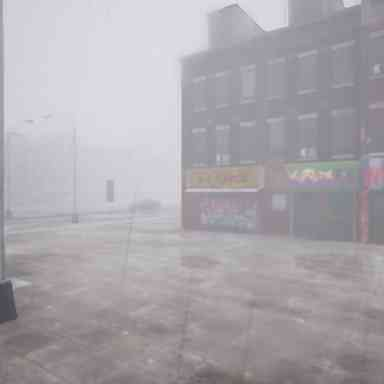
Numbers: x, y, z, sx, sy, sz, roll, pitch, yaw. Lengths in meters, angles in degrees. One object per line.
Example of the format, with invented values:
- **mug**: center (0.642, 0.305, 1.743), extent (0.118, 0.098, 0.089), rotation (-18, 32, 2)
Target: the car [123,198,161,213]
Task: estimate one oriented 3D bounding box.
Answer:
- **car**: center (-5.401, 1.466, 36.309), extent (2.128, 1.511, 4.902), rotation (0, 0, 35)
